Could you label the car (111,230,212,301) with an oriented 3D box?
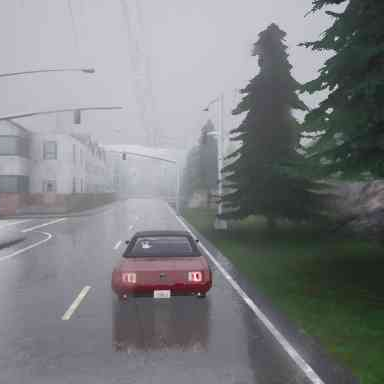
[{"bbox_3d":[-0.741,1.601,8.359,1.895,1.301,4.718,0,0,-5],"label":"car"}]
